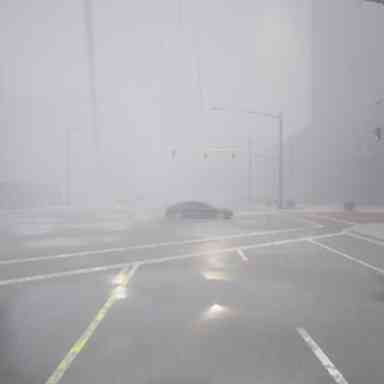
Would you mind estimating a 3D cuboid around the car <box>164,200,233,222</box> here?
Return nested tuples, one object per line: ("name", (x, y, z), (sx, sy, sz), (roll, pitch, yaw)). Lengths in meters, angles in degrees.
("car", (0.472, 1.352, 23.551), (4.892, 1.490, 1.837), (0, 0, 0))

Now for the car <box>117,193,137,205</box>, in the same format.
("car", (-10.655, 1.229, 53.228), (1.882, 1.535, 5.008), (0, 0, 0))

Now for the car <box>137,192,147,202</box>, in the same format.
("car", (-10.608, 1.025, 68.819), (2.150, 2.045, 5.566), (0, 0, 0))
